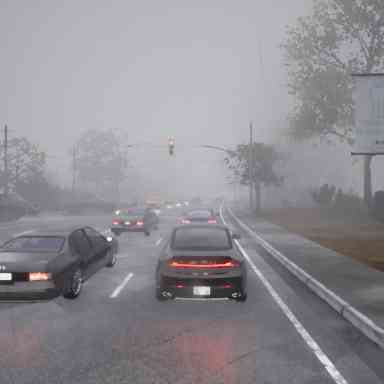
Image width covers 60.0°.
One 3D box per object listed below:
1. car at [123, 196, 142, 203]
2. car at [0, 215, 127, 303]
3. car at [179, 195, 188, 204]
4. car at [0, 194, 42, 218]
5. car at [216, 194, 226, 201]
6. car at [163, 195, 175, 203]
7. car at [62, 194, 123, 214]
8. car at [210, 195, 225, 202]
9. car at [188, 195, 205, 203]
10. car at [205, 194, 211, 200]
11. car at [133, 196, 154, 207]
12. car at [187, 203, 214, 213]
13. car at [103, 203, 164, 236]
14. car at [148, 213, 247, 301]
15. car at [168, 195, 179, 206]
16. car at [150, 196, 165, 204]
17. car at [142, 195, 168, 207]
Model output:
[{"bbox_3d":[-8.553,1.352,44.377,2.097,1.767,4.553,0,0,5],"label":"car"},{"bbox_3d":[-3.297,1.547,8.408,2.033,1.411,5.357,0,0,1],"label":"car"},{"bbox_3d":[-2.697,1.491,65.157,2.128,1.511,4.902,0,0,8],"label":"car"},{"bbox_3d":[-16.607,1.221,30.258,5.566,2.045,2.150,0,0,10],"label":"car"},{"bbox_3d":[7.533,1.393,85.435,2.128,1.511,4.902,0,0,10],"label":"car"},{"bbox_3d":[-5.053,1.500,73.411,1.837,1.490,4.892,0,0,8],"label":"car"},{"bbox_3d":[-10.399,1.224,34.229,5.566,2.045,2.150,0,0,-3],"label":"car"},{"bbox_3d":[5.855,1.519,75.310,1.812,1.442,4.674,0,0,9],"label":"car"},{"bbox_3d":[0.985,1.504,65.125,1.837,1.490,4.892,0,0,7],"label":"car"},{"bbox_3d":[4.017,1.355,85.640,2.097,1.767,4.553,0,0,10],"label":"car"},{"bbox_3d":[-7.674,1.491,53.323,2.128,1.511,4.902,0,0,6],"label":"car"},{"bbox_3d":[0.460,1.526,17.573,1.812,1.442,4.674,0,0,4],"label":"car"},{"bbox_3d":[-3.014,1.547,18.475,2.033,1.411,5.357,0,0,2],"label":"car"},{"bbox_3d":[0.214,1.505,8.326,1.837,1.490,4.892,0,0,1],"label":"car"},{"bbox_3d":[-3.943,1.564,55.249,1.994,1.385,4.181,0,0,6],"label":"car"},{"bbox_3d":[-6.487,1.526,63.202,1.812,1.442,4.674,0,0,8],"label":"car"},{"bbox_3d":[-4.954,1.477,45.365,1.882,1.535,5.008,0,0,5],"label":"car"}]
